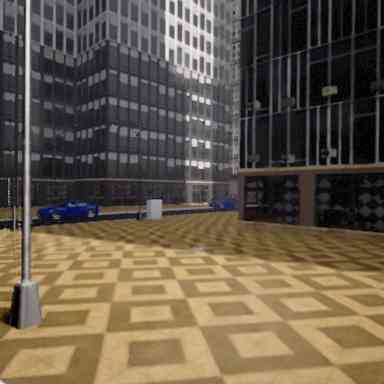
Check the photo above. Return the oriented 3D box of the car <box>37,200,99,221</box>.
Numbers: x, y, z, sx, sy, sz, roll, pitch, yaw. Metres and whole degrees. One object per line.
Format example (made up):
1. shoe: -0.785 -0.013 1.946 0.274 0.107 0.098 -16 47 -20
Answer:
1. car: -10.106 1.442 27.403 1.882 1.535 5.008 1 1 40

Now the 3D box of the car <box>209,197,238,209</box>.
1. car: 4.264 1.405 43.293 1.882 1.535 5.008 1 1 45
